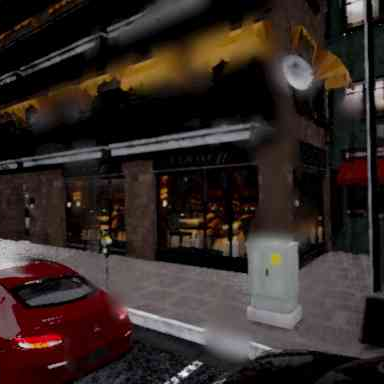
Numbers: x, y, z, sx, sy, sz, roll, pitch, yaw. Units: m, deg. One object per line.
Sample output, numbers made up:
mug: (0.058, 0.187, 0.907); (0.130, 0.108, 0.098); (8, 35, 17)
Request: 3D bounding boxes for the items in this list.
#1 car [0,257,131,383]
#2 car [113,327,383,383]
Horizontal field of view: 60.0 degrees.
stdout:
car: (-2.697, 1.619, 4.801); (4.206, 1.307, 1.802); (-1, -1, 35)
car: (1.851, 1.554, 1.584); (4.313, 1.339, 1.947); (-1, -1, 35)
